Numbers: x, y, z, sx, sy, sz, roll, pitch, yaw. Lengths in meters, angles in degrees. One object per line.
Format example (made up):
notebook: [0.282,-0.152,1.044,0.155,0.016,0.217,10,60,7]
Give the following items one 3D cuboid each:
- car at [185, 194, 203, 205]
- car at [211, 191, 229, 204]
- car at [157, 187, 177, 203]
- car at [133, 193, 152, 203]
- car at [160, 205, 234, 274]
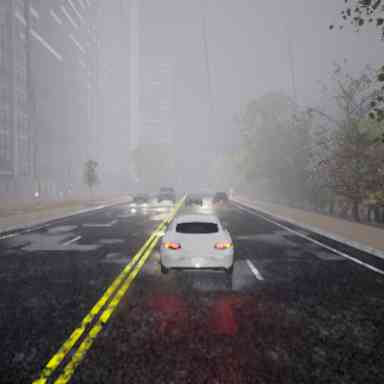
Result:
car: [0.188,0.877,35.427,1.895,1.301,4.718,0,1,0]
car: [3.451,0.666,40.998,1.837,1.490,4.892,0,0,0]
car: [-3.146,0.330,42.939,2.150,2.045,5.566,0,1,0]
car: [-6.396,0.725,42.872,1.895,1.301,4.718,0,1,0]
car: [0.124,1.325,9.705,1.812,1.442,4.674,0,1,0]
